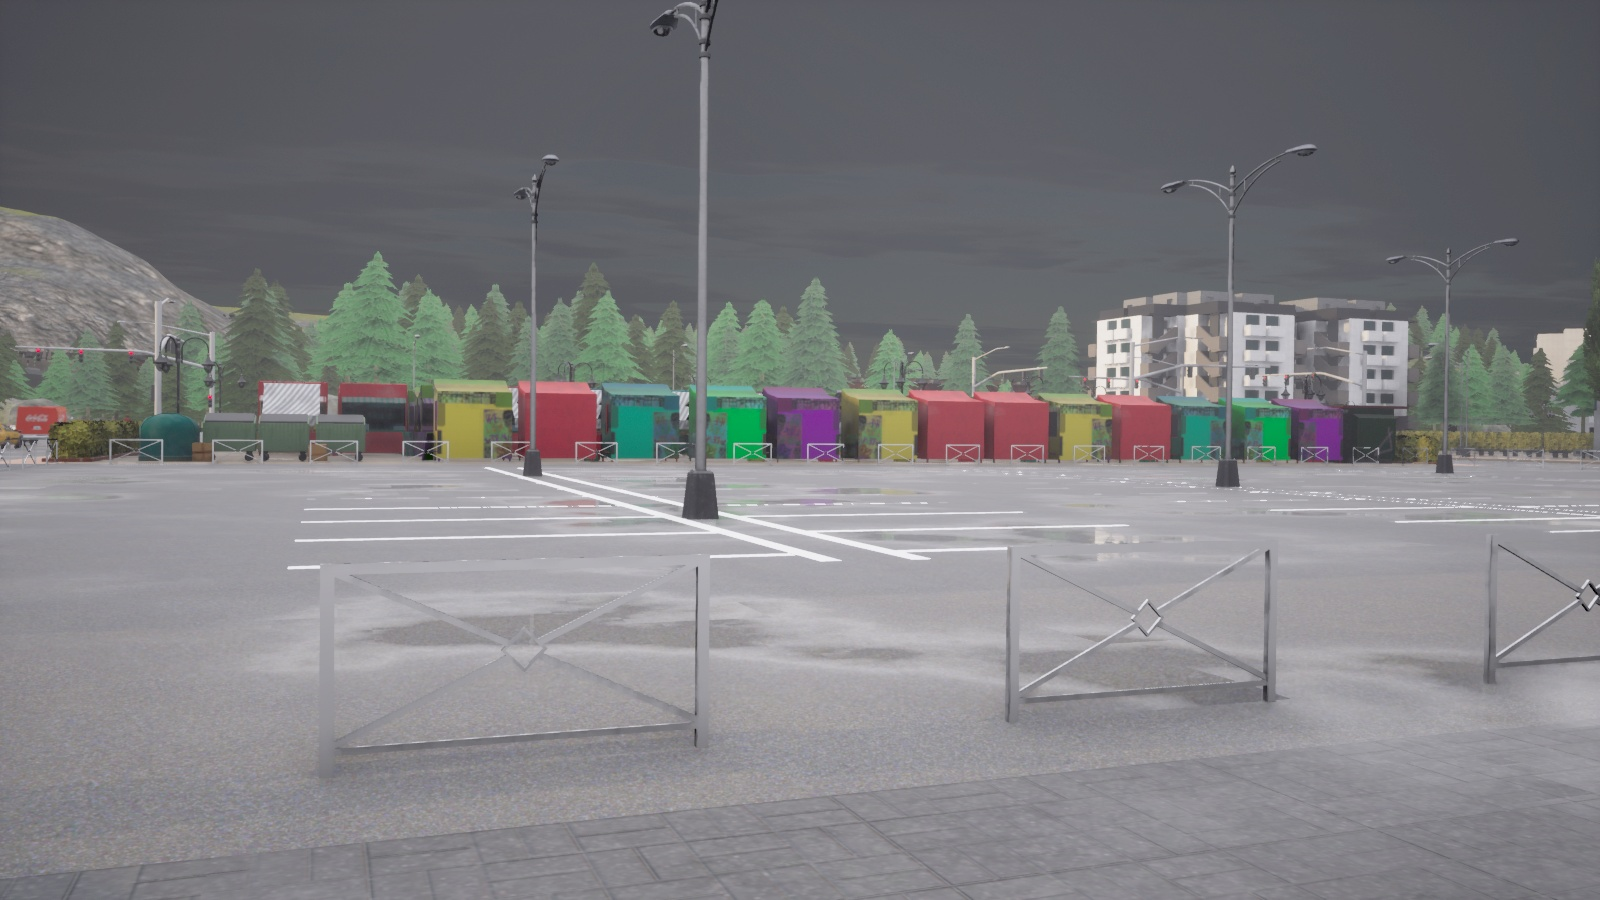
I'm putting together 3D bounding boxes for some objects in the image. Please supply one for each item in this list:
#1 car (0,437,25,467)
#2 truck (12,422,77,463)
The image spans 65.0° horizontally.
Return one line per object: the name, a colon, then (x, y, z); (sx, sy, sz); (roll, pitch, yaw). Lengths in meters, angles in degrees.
car: (-43.006, 0.098, 67.006); (1.801, 1.575, 5.366); (-1, 1, -21)
truck: (-47.859, -0.492, 79.642); (2.627, 2.467, 5.204); (-1, 1, -21)
